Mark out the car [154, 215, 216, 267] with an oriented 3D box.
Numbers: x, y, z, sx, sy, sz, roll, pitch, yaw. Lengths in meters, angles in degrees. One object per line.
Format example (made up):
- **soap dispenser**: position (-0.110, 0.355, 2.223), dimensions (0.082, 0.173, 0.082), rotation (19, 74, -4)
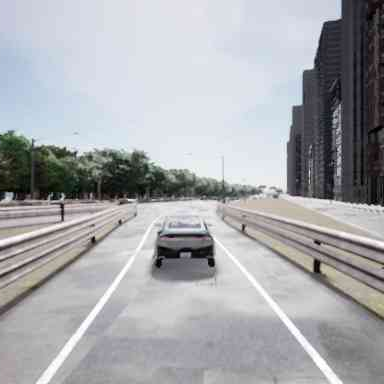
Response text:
- **car**: position (-0.290, 1.558, 11.698), dimensions (2.128, 1.511, 4.902), rotation (0, 0, -3)
